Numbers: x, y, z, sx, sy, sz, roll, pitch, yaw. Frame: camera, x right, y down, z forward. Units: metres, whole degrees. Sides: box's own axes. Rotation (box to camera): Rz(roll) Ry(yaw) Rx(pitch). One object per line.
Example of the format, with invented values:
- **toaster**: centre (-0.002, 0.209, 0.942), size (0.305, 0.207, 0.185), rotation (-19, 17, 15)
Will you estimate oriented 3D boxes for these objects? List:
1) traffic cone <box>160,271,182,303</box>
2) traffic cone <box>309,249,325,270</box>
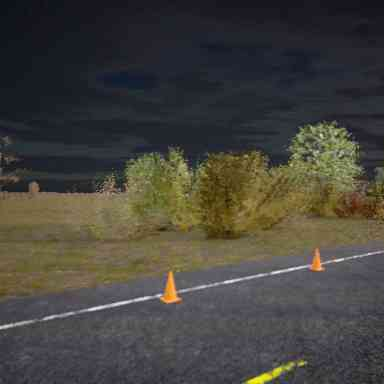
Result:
- **traffic cone**: centre (-0.438, 1.949, 6.942), size (0.340, 0.580, 0.340), rotation (0, 0, -35)
- **traffic cone**: centre (3.689, 1.967, 9.820), size (0.340, 0.580, 0.340), rotation (0, 0, -35)
